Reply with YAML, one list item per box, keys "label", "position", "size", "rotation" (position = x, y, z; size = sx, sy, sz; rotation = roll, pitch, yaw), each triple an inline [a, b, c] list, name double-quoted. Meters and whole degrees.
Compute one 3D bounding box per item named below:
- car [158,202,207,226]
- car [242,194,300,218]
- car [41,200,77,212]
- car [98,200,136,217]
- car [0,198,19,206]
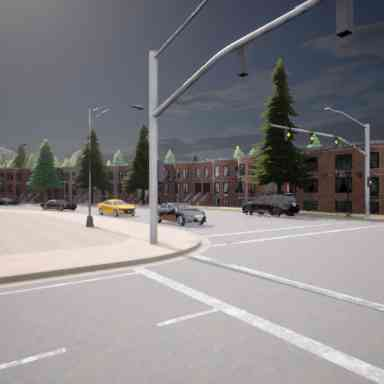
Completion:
- label: "car"
  position: [-0.957, 1.492, 23.353]
  size: [2.128, 1.511, 4.902]
  rotation: [0, 0, -36]
- label: "car"
  position: [7.128, 1.221, 30.488]
  size: [2.150, 2.045, 5.566]
  rotation: [0, 0, -36]
- label: "car"
  position: [-15.735, 1.601, 39.351]
  size: [4.718, 1.301, 1.895]
  rotation: [0, 0, 33]
- label: "car"
  position: [-7.183, 1.478, 31.510]
  size: [1.882, 1.535, 5.008]
  rotation: [0, 0, -40]
- label: "car"
  position: [-30.012, 1.601, 52.659]
  size: [4.718, 1.301, 1.895]
  rotation: [0, 0, 10]
